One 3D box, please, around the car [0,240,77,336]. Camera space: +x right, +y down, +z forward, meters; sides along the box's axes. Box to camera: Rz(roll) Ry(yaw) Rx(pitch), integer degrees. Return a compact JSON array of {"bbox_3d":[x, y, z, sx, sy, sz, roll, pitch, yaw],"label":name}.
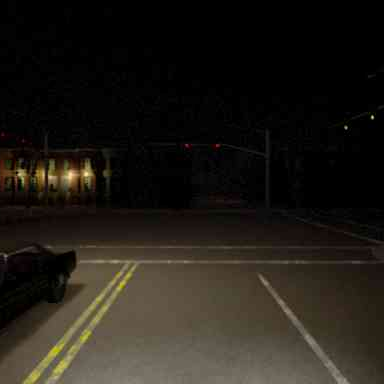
[{"bbox_3d":[-3.526,1.538,5.249,1.895,1.301,4.718,0,1,0],"label":"car"}]
